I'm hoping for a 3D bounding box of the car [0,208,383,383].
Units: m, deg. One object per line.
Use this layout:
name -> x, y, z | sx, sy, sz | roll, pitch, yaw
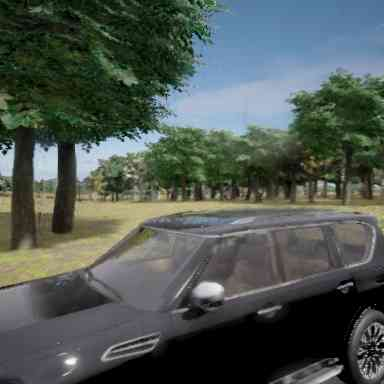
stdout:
car -> 0.228, 1.256, 3.884 | 5.566, 2.045, 2.150 | 0, -1, -32
